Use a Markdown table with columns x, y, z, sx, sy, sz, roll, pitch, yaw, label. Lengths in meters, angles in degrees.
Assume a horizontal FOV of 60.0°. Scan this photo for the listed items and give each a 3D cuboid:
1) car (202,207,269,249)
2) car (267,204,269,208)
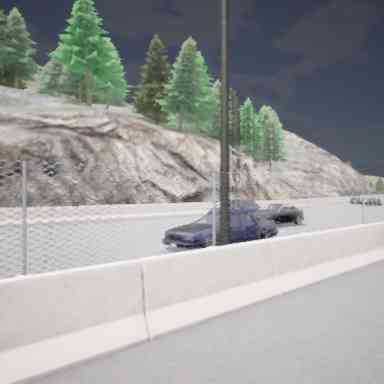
| x | y | z | sx | sy | sz | roll | pitch | yaw | label |
| --- | --- | --- | --- | --- | --- | --- | --- | --- | --- |
| 1.416 | 1.571 | 14.010 | 5.357 | 1.411 | 2.033 | 0 | 0 | -39 | car |
| 5.630 | 1.524 | 22.197 | 4.902 | 1.511 | 2.128 | 0 | 0 | -42 | car |
